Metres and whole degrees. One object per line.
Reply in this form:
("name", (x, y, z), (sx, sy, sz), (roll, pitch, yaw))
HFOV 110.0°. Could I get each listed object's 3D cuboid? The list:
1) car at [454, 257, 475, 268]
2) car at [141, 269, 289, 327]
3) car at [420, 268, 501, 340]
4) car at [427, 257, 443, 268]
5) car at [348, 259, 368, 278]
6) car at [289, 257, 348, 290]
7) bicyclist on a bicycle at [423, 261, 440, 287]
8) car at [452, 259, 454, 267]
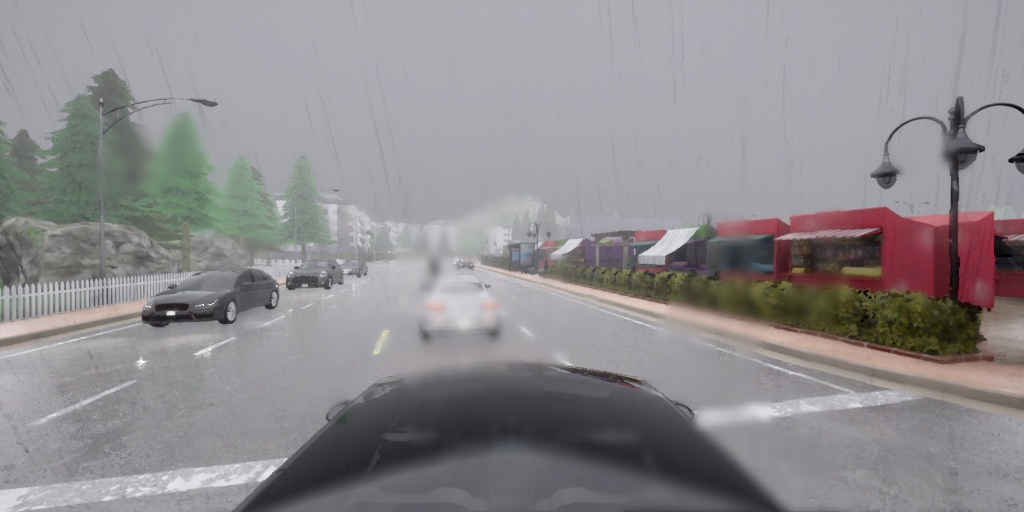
("car", (-5.677, 1.047, 43.744), (1.895, 1.301, 4.718), (0, 0, -13))
("car", (-9.201, 1.190, 11.465), (1.837, 1.490, 4.892), (0, 0, -13))
("car", (-1.487, 1.225, 9.761), (1.812, 1.442, 4.674), (0, 0, -12))
("car", (-10.919, 0.897, 50.798), (1.837, 1.490, 4.892), (0, 0, -13))
("car", (-13.627, 1.033, 30.681), (2.128, 1.511, 4.902), (0, 0, -13))
("car", (-11.417, 0.965, 21.062), (2.097, 1.767, 4.553), (0, 0, -13))
("bicyclist on a bicycle", (-4.333, 1.078, 19.607), (0.582, 1.620, 1.656), (0, 1, 25))
("car", (-7.706, 0.905, 52.624), (1.812, 1.442, 4.674), (0, 0, -13))
